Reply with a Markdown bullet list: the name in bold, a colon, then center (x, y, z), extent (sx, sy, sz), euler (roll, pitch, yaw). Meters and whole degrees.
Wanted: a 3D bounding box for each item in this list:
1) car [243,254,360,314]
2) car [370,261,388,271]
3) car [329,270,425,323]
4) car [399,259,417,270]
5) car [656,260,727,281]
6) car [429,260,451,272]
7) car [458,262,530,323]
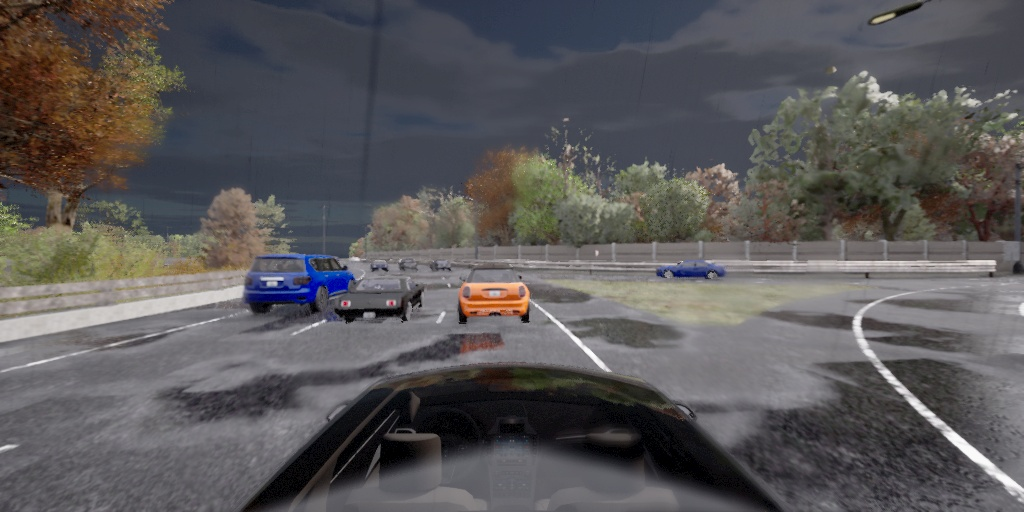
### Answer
- **car**: center (-7.881, 0.953, 13.910), extent (2.150, 2.045, 5.566), euler (0, 0, -7)
- **car**: center (-16.485, 1.253, 44.459), extent (1.895, 1.301, 4.718), euler (0, 0, -24)
- **car**: center (-4.137, 1.328, 12.066), extent (1.895, 1.301, 4.718), euler (0, 0, -6)
- **car**: center (-13.406, 1.130, 46.127), extent (2.128, 1.511, 4.902), euler (0, 0, -24)
- **car**: center (14.089, 1.091, 28.388), extent (5.008, 1.535, 1.882), euler (0, 0, 20)
- **car**: center (-9.001, 1.176, 44.781), extent (2.033, 1.411, 5.357), euler (0, 0, -23)
- **car**: center (-0.694, 1.068, 12.192), extent (2.097, 1.767, 4.553), euler (0, 0, -6)
